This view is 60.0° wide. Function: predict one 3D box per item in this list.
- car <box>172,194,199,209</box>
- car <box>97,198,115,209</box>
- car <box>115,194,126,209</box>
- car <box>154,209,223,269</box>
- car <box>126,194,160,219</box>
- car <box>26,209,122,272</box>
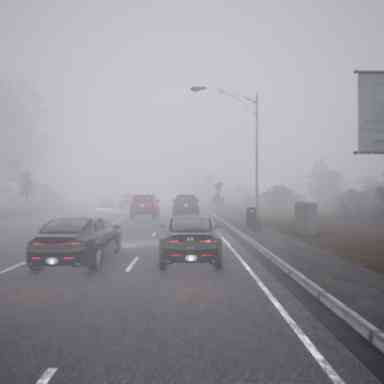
[{"bbox_3d":[-0.554,1.229,29.169,2.150,2.045,5.566,0,0,-2],"label":"car"},{"bbox_3d":[-11.868,1.583,46.397,1.994,1.385,4.181,0,0,-2],"label":"car"},{"bbox_3d":[-8.294,1.238,44.241,2.150,2.045,5.566,0,0,-2],"label":"car"},{"bbox_3d":[-0.067,1.506,11.147,1.837,1.490,4.892,0,-1,-1],"label":"car"},{"bbox_3d":[-4.055,1.231,29.115,2.150,2.045,5.566,0,0,-2],"label":"car"},{"bbox_3d":[-3.570,1.509,10.844,1.837,1.490,4.892,0,0,-1],"label":"car"}]
